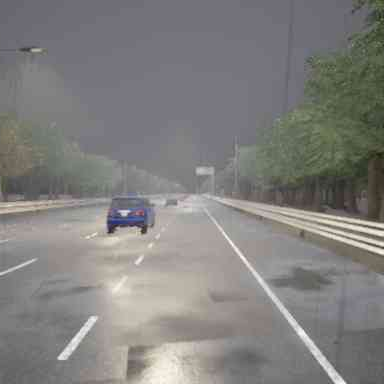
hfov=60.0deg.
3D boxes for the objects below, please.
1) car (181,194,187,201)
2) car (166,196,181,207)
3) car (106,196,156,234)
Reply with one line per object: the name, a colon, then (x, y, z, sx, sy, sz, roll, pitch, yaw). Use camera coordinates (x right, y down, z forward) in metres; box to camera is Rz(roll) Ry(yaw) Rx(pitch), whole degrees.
car: (-3.099, 1.806, 90.955, 1.994, 1.385, 4.181, 0, 0, 1)
car: (-3.360, 1.651, 55.770, 1.837, 1.490, 4.892, 0, 0, 0)
car: (-3.491, 1.261, 19.835, 2.150, 2.045, 5.566, 0, 0, 0)
